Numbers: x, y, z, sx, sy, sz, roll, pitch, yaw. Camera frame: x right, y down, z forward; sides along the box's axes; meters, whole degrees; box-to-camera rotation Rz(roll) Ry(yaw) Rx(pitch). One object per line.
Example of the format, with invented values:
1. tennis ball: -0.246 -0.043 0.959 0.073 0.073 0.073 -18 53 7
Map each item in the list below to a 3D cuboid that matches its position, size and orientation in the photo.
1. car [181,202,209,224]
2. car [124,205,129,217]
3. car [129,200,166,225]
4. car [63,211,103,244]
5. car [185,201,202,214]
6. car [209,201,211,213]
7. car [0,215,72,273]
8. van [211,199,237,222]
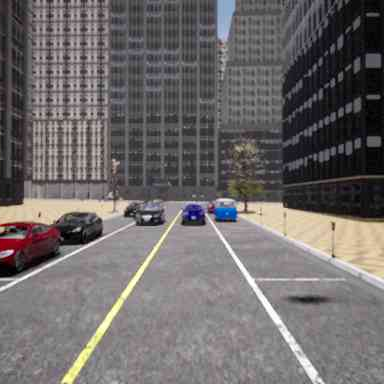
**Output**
1. car: 0.133 1.656 25.779 1.812 1.442 4.674 0 0 0
2. car: -5.629 1.734 33.385 1.947 1.339 4.313 1 0 0
3. car: -3.060 1.619 25.088 2.128 1.511 4.902 0 0 0
4. car: -5.656 1.651 16.457 1.947 1.339 4.313 1 0 0
5. car: 0.144 1.798 39.577 1.895 1.301 4.718 0 0 0
6. car: 2.763 1.634 39.006 1.967 1.590 4.097 1 0 0
7. car: -5.664 1.638 10.814 1.802 1.307 4.206 1 0 0
8. van: 2.746 1.480 27.724 1.690 1.788 3.998 1 0 0
